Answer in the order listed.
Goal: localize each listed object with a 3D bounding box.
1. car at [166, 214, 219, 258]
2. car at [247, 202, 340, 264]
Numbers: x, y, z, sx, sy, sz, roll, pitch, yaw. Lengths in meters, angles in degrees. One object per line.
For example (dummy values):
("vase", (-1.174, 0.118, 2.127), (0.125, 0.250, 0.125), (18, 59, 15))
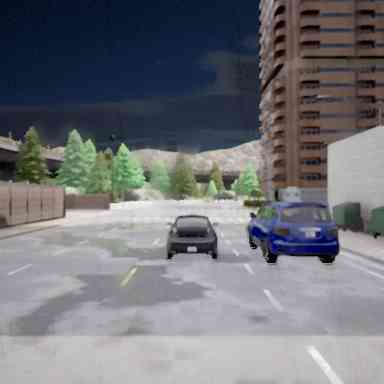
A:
("car", (0.020, 1.663, 13.462), (1.837, 1.490, 4.892), (0, 0, 0))
("car", (3.509, 1.369, 12.513), (2.150, 2.045, 5.566), (0, 0, 0))
